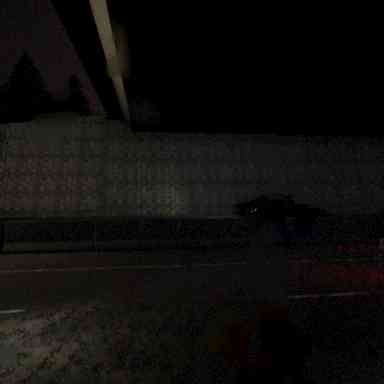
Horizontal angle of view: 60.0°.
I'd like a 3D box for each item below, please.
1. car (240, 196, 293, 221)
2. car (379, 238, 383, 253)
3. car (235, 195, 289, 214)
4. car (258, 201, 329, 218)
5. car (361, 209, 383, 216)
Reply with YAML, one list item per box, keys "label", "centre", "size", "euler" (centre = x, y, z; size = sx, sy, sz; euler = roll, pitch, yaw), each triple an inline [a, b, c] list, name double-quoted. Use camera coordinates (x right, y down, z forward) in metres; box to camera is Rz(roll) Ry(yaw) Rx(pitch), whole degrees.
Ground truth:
- label: "car"
  centre: [6.659, 1.443, 27.426]
  size: [4.553, 1.767, 2.097]
  euler: [0, 0, -8]
- label: "car"
  centre: [8.223, 1.616, 9.763]
  size: [4.718, 1.301, 1.895]
  euler: [0, 0, -8]
- label: "car"
  centre: [6.836, 1.326, 30.989]
  size: [5.566, 2.045, 2.150]
  euler: [0, 0, -8]
- label: "car"
  centre: [7.516, 1.600, 24.000]
  size: [4.674, 1.442, 1.812]
  euler: [0, 0, -9]
- label: "car"
  centre: [13.519, 1.593, 21.363]
  size: [5.357, 1.411, 2.033]
  euler: [0, 0, -8]
